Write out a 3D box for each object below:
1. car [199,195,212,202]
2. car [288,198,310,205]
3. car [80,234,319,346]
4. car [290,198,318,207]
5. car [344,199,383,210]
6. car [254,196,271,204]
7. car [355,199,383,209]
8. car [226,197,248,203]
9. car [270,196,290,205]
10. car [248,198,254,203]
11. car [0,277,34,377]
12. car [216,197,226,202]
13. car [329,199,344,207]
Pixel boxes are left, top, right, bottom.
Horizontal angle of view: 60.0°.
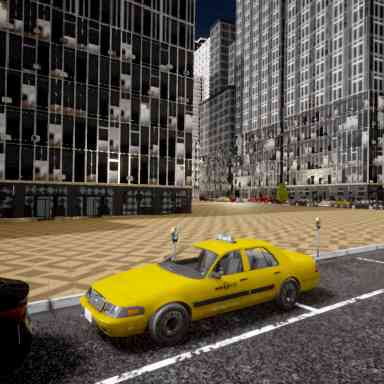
[{"bbox_3d":[3.632,1.698,89.824,2.192,1.841,5.009,1,-1,-22],"label":"car"},{"bbox_3d":[21.463,1.927,66.916,2.008,1.369,4.403,1,-1,-22],"label":"car"},{"bbox_3d":[0.435,1.528,6.341,4.829,1.417,1.752,0,1,-35],"label":"car"},{"bbox_3d":[18.391,1.716,53.568,2.008,1.369,4.403,1,-1,-22],"label":"car"},{"bbox_3d":[22.609,1.653,43.210,2.008,1.369,4.403,1,-1,-22],"label":"car"},{"bbox_3d":[17.247,1.754,77.282,2.192,1.841,5.009,1,-1,-22],"label":"car"},{"bbox_3d":[27.793,1.833,51.372,2.008,1.369,4.403,1,-1,-22],"label":"car"},{"bbox_3d":[9.957,1.730,74.286,1.967,1.590,4.097,1,-1,-22],"label":"car"},{"bbox_3d":[16.284,1.636,58.749,1.967,1.590,4.097,1,-1,-22],"label":"car"},{"bbox_3d":[15.133,2.052,82.460,1.802,1.307,4.206,1,-1,-22],"label":"car"},{"bbox_3d":[-3.928,1.565,3.283,4.313,1.339,1.947,0,1,-36],"label":"car"},{"bbox_3d":[7.911,1.845,79.306,1.752,1.417,4.829,1,-1,-22],"label":"car"},{"bbox_3d":[25.619,1.840,56.711,1.752,1.417,4.829,1,-1,-22],"label":"car"}]
